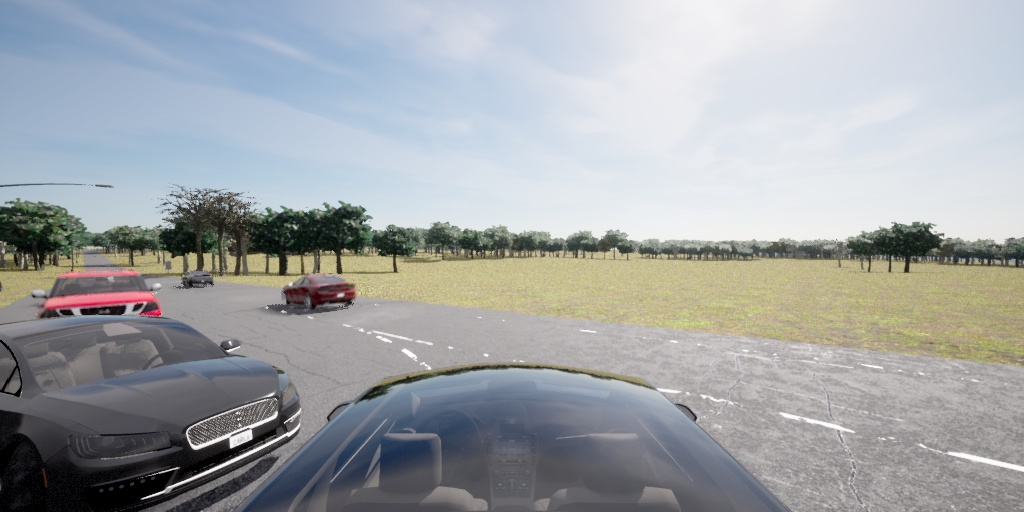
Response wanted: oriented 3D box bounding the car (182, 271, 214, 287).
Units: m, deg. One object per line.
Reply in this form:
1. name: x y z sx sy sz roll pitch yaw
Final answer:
1. car: -31.404 2.259 35.823 4.902 1.511 2.128 -2 0 40

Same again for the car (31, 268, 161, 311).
1. car: -12.305 1.457 10.753 5.566 2.045 2.150 -1 0 40

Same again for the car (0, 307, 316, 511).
1. car: -4.624 1.445 3.943 4.892 1.490 1.837 -3 -3 20

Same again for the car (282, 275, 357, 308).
1. car: -9.534 1.662 17.565 5.008 1.535 1.882 -2 0 40
